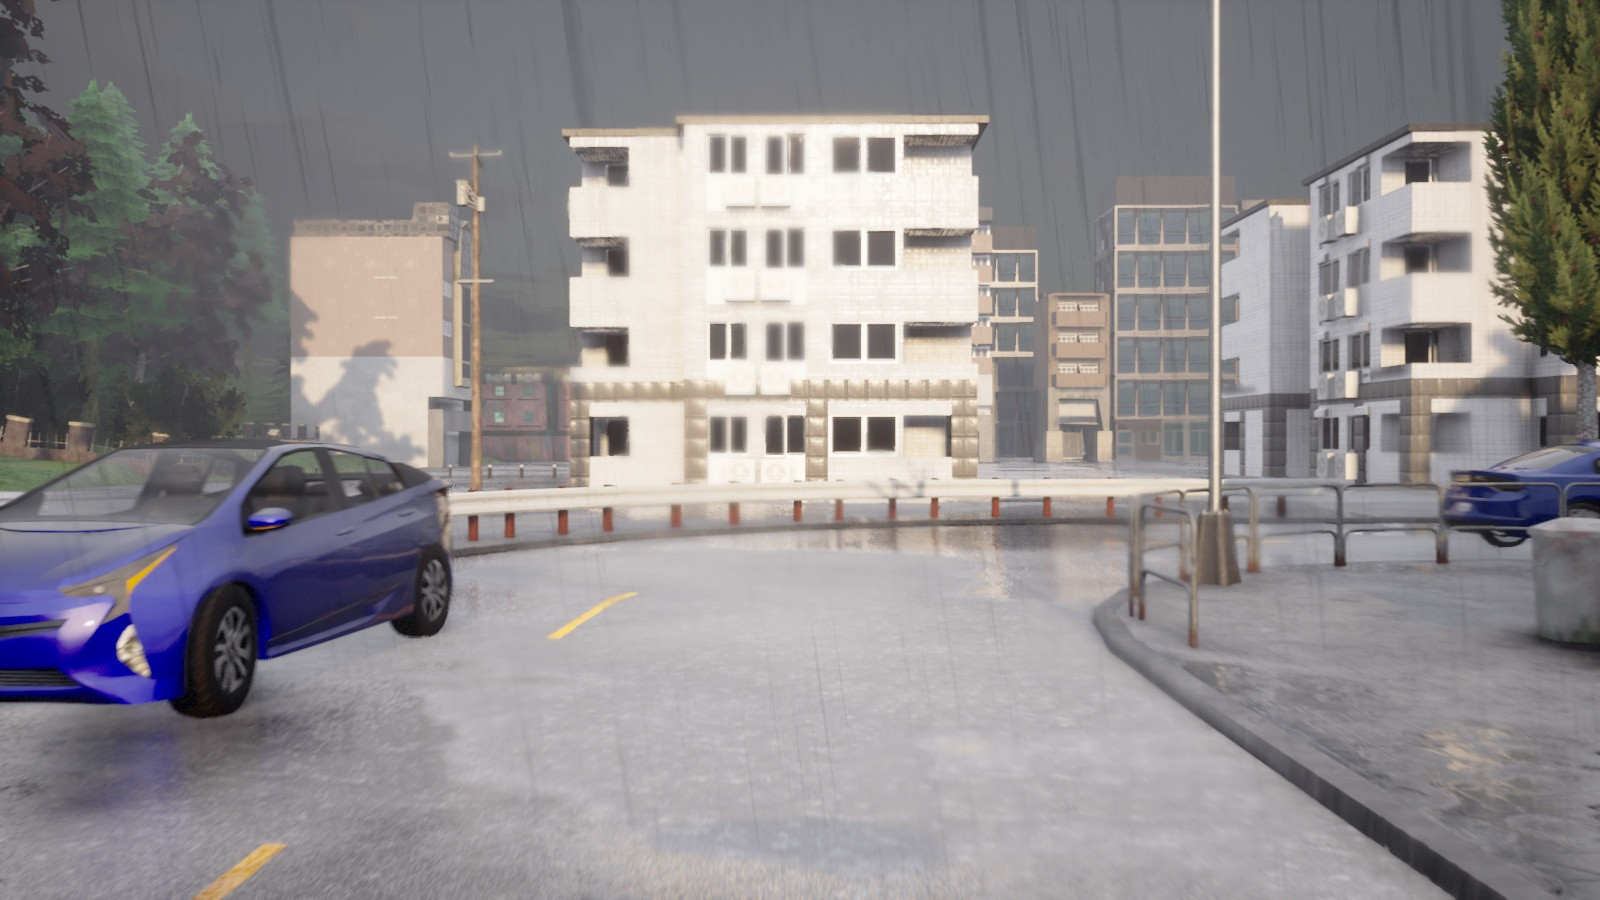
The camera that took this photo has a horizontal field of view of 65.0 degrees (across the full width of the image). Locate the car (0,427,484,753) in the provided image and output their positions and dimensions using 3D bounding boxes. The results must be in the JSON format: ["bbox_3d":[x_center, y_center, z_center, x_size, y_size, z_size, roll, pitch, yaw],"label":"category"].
[{"bbox_3d":[-3.866,0.644,8.233,2.007,1.525,4.514,0,0,7],"label":"car"}]

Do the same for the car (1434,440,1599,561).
[{"bbox_3d":[11.491,0.638,16.892,5.008,1.535,1.882,0,0,-2],"label":"car"}]
